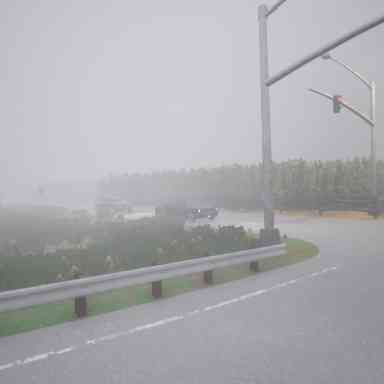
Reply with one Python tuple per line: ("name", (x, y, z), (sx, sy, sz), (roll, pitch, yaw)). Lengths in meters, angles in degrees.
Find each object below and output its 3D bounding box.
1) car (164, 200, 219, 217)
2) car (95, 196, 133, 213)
("car", (-0.405, 1.185, 21.994), (1.895, 1.301, 4.718), (-3, 2, -41))
("car", (-7.071, 1.128, 29.795), (1.837, 1.490, 4.892), (-3, 2, -40))
